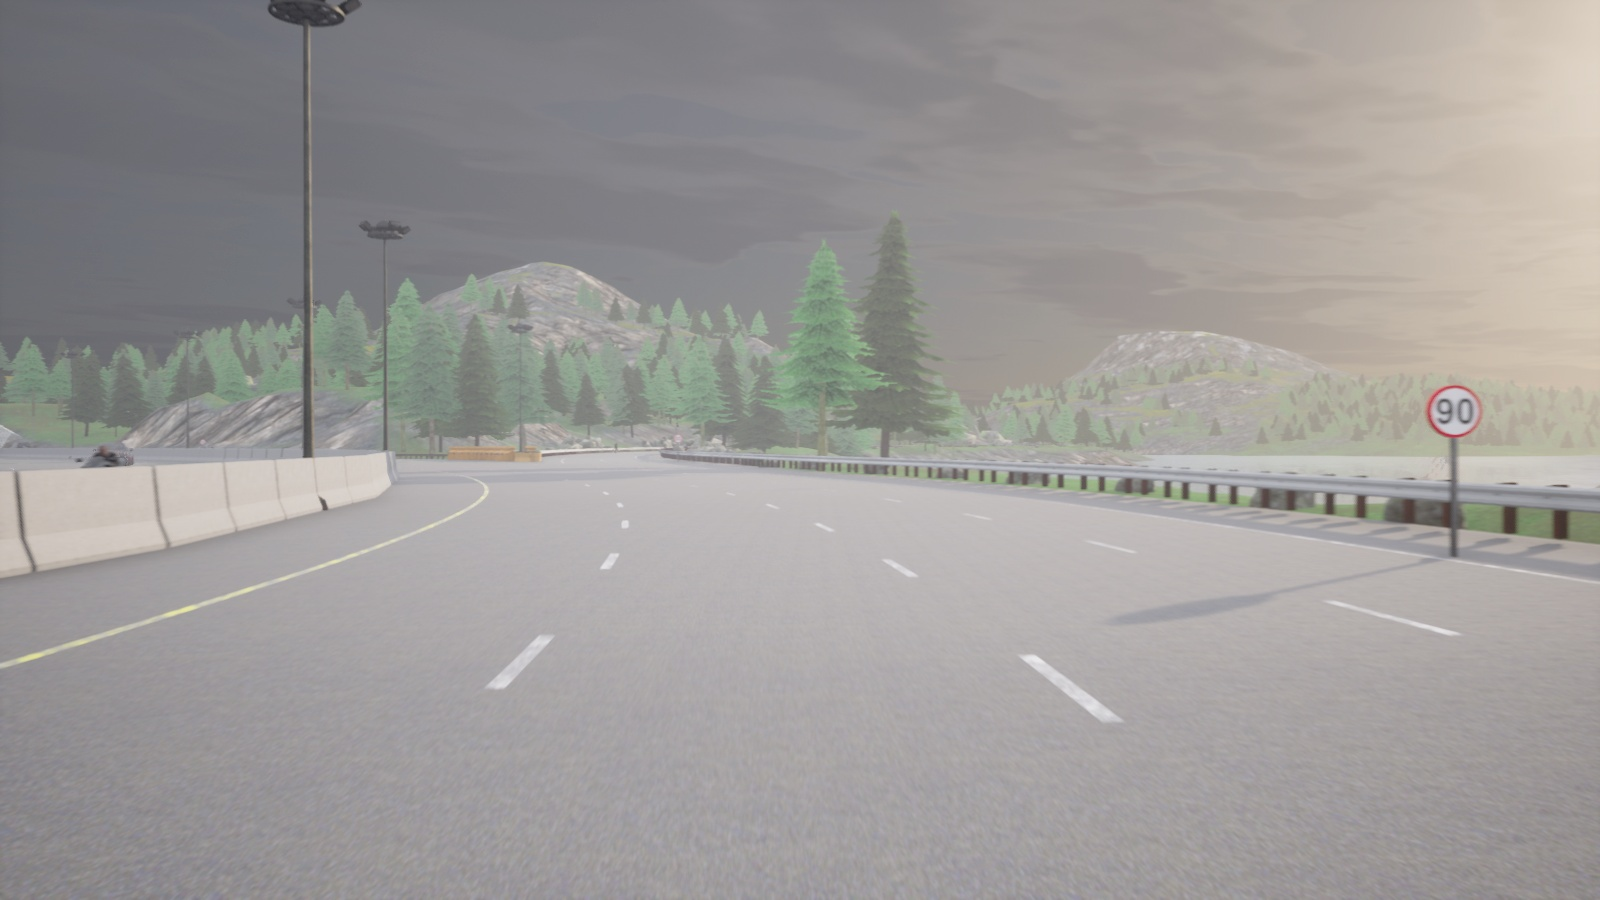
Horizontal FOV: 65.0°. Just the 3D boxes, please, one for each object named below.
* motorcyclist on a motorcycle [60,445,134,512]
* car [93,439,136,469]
[{"bbox_3d":[-16.664,0.642,29.830,0.866,1.530,2.191,-1,0,-11],"label":"motorcyclist on a motorcycle"},{"bbox_3d":[-42.214,0.242,77.266,2.097,1.767,4.553,0,0,-31],"label":"car"}]
